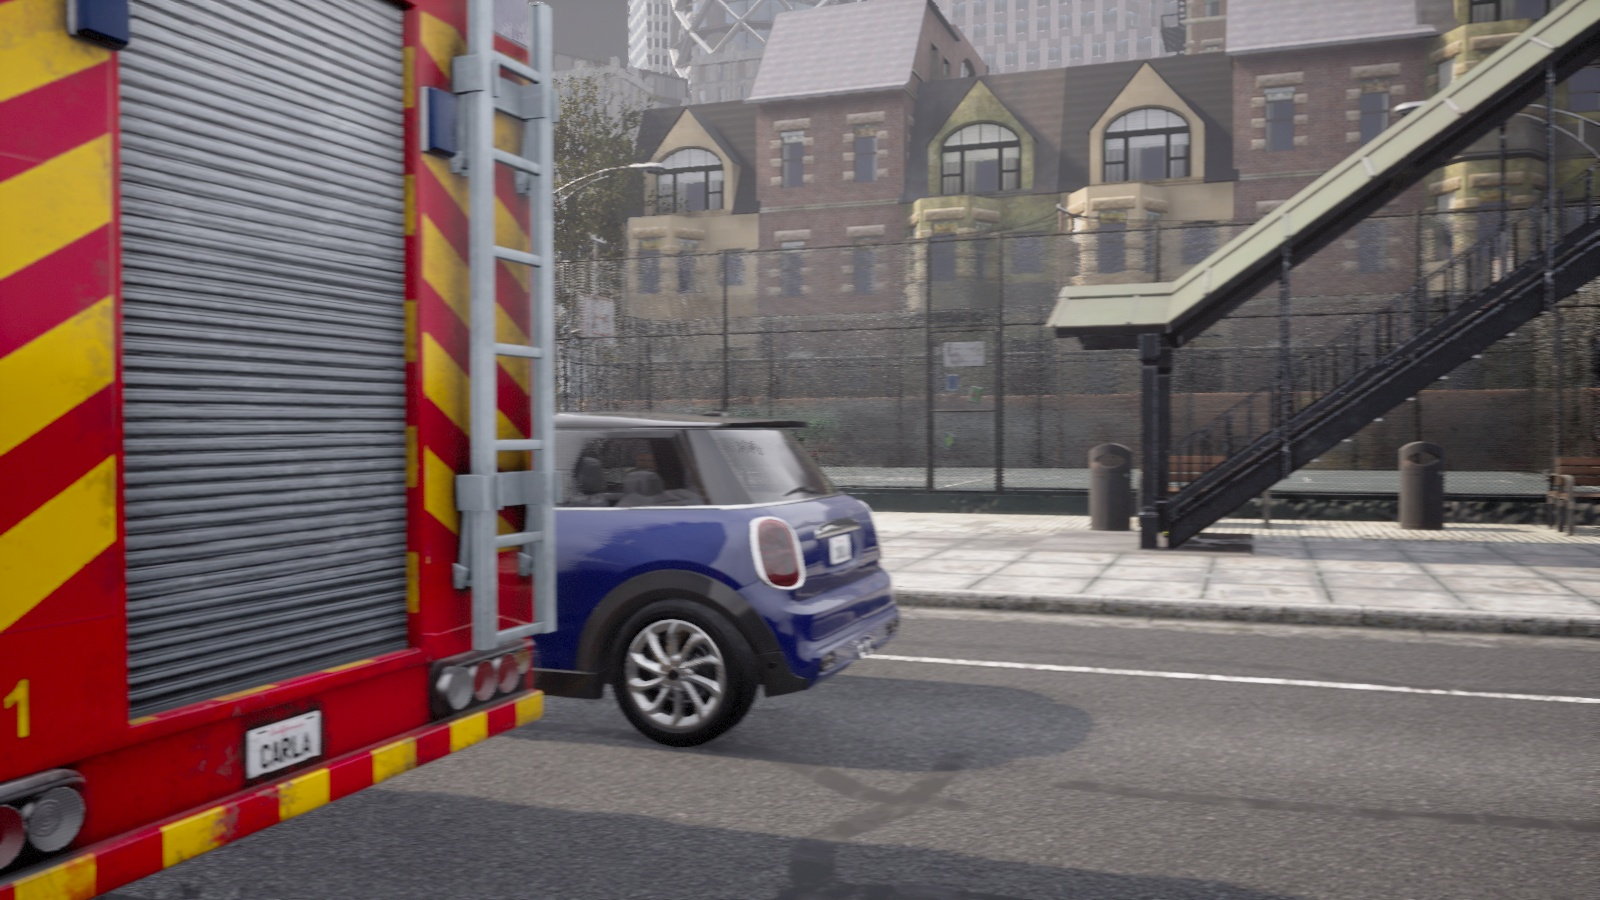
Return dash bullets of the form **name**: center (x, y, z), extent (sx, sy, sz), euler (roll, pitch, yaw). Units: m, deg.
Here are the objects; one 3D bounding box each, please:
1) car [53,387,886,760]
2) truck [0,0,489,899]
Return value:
- **car**: center (-1.961, 0.552, 7.707), extent (4.553, 1.767, 2.097), euler (1, 1, 20)
- **truck**: center (-5.776, -0.447, 5.366), extent (8.468, 3.827, 2.891), euler (1, 1, 20)
